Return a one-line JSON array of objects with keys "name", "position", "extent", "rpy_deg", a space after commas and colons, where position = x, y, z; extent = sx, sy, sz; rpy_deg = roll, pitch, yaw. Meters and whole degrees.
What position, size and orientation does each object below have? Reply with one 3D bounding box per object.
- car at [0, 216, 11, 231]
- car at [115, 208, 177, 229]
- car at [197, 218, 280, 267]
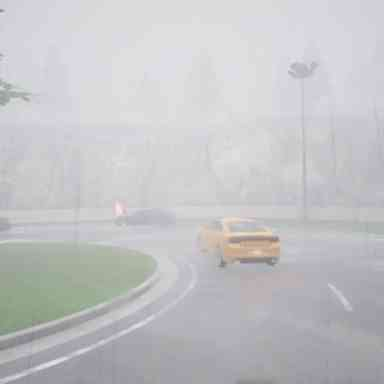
[{"name": "car", "position": [-14.420, 2.106, 21.339], "extent": [4.892, 1.490, 1.837], "rpy_deg": [0, -3, -25]}, {"name": "car", "position": [-3.566, 2.034, 25.741], "extent": [4.892, 1.490, 1.837], "rpy_deg": [-1, -2, 18]}, {"name": "car", "position": [1.523, 1.691, 12.358], "extent": [1.882, 1.535, 5.008], "rpy_deg": [0, -1, -10]}]
